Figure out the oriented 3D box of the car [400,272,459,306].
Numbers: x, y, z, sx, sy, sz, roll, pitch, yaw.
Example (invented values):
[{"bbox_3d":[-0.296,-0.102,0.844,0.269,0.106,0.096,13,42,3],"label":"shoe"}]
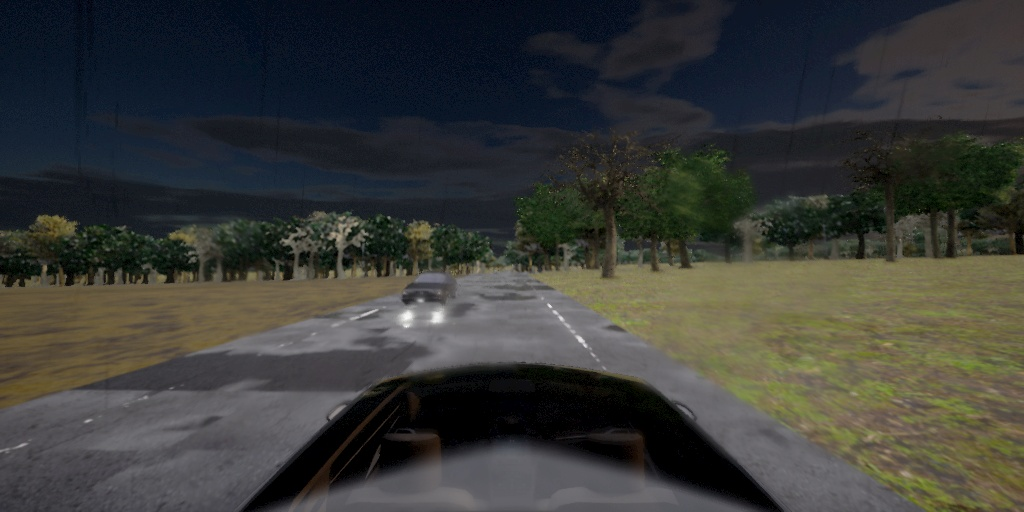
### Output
[{"bbox_3d":[-3.741,1.486,17.299,2.033,1.411,5.357,0,-1,-1],"label":"car"}]
